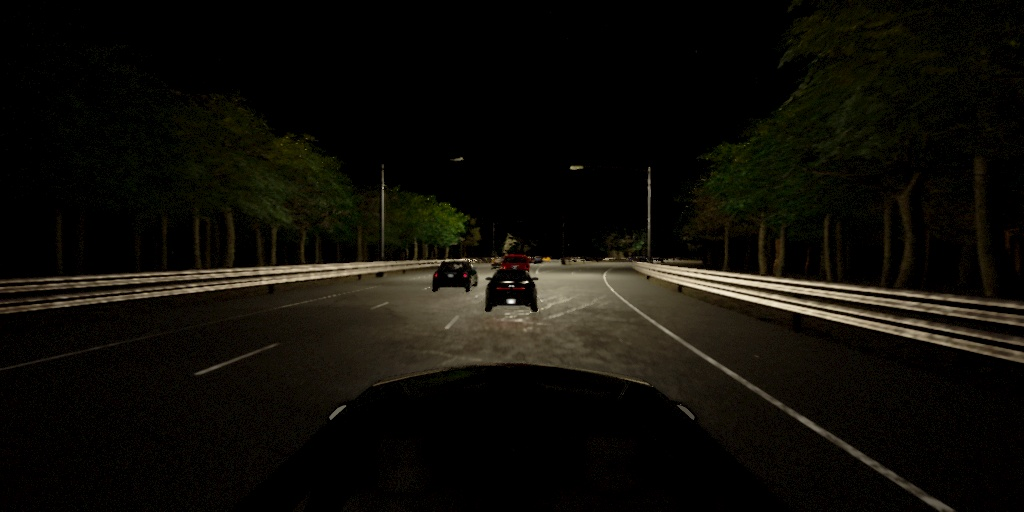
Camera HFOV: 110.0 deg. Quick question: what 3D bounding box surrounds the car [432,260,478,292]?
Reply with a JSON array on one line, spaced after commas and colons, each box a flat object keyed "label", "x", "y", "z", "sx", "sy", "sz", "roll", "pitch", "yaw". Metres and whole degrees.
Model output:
[{"label": "car", "x": -3.251, "y": 1.078, "z": 21.363, "sx": 2.097, "sy": 1.767, "sz": 4.553, "roll": 0, "pitch": 0, "yaw": 1}]

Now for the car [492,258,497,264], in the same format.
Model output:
[{"label": "car", "x": -1.634, "y": 1.148, "z": 49.276, "sx": 2.128, "sy": 1.511, "sz": 4.902, "roll": 0, "pitch": 0, "yaw": 5}]

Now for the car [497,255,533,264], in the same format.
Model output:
[{"label": "car", "x": 0.333, "y": 0.943, "z": 27.517, "sx": 2.150, "sy": 2.045, "sz": 5.566, "roll": 0, "pitch": 0, "yaw": 2}]

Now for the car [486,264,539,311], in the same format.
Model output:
[{"label": "car", "x": 0.000, "y": 1.249, "z": 14.298, "sx": 1.837, "sy": 1.490, "sz": 4.892, "roll": 0, "pitch": 0, "yaw": 1}]

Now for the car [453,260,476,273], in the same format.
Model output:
[{"label": "car", "x": -5.708, "y": 1.188, "z": 43.235, "sx": 1.812, "sy": 1.442, "sz": 4.674, "roll": 0, "pitch": 0, "yaw": 5}]
